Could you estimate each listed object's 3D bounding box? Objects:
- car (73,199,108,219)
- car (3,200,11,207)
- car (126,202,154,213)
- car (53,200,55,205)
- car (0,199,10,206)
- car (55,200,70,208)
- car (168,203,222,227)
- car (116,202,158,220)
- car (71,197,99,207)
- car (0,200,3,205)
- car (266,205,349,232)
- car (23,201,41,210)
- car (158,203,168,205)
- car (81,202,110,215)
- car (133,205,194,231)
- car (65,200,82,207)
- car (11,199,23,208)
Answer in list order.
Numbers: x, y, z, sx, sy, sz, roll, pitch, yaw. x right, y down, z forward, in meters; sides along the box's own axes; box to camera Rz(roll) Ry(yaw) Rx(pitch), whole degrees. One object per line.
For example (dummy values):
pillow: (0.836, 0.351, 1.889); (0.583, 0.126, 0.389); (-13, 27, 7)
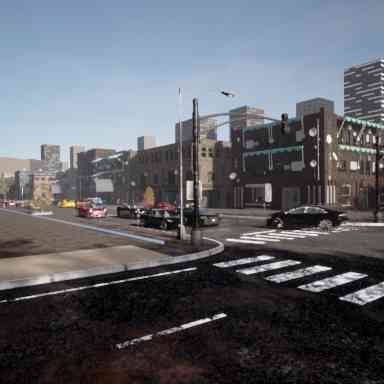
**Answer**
car: (-10.260, 1.846, 34.143); (1.967, 1.590, 4.097); (-2, 0, -37)
car: (-40.102, 2.379, 74.031); (1.967, 1.590, 4.097); (-1, 0, -37)
car: (-6.863, 1.966, 43.597); (1.802, 1.307, 4.206); (-2, 0, -37)
car: (-30.075, 2.364, 74.622); (1.947, 1.339, 4.313); (-1, 0, -37)
car: (-46.731, 2.597, 82.895); (1.887, 1.381, 4.507); (-1, 0, -37)
car: (-22.966, 2.142, 60.810); (1.882, 1.535, 5.008); (-1, 0, -37)
car: (0.263, 1.783, 24.397); (1.994, 1.385, 4.181); (-1, 0, -38)
car: (-5.721, 1.825, 32.421); (2.128, 1.511, 4.902); (-1, 0, -37)
car: (-16.952, 1.909, 52.770); (2.097, 1.767, 4.553); (-1, 0, -37)
car: (-43.416, 2.547, 78.464); (2.008, 1.369, 4.403); (-1, 0, -37)
car: (7.109, 1.582, 20.804); (4.902, 1.511, 2.128); (-2, 0, 36)
car: (-26.735, 2.232, 56.167); (1.752, 1.417, 4.829); (-1, 0, -37)
car: (-3.548, 1.904, 39.165); (1.802, 1.307, 4.206); (-2, 0, -37)
car: (-11.847, 1.974, 40.624); (1.812, 1.442, 4.674); (-1, 0, -36)
car: (-2.042, 1.815, 22.959); (1.947, 1.339, 4.313); (-2, 0, -37)
car: (-23.443, 2.227, 65.757); (1.887, 1.381, 4.507); (-1, 0, -37)
car: (-33.469, 2.375, 65.168); (2.008, 1.369, 4.403); (-1, 0, -37)
